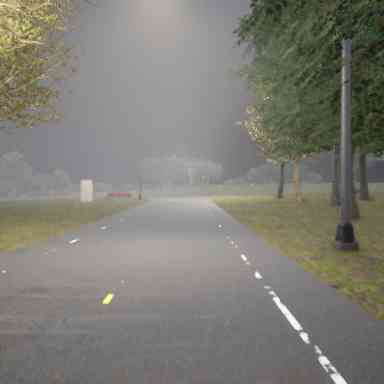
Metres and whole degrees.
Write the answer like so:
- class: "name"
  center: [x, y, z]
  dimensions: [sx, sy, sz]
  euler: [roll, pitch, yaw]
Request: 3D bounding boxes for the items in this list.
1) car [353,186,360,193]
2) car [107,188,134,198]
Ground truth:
- class: "car"
  center: [37.309, -0.547, 77.541]
  dimensions: [4.553, 1.767, 2.097]
  euler: [-2, -1, -1]
- class: "car"
  center: [-15.056, 0.260, 69.800]
  dimensions: [5.566, 2.045, 2.150]
  euler: [-1, -1, 0]
